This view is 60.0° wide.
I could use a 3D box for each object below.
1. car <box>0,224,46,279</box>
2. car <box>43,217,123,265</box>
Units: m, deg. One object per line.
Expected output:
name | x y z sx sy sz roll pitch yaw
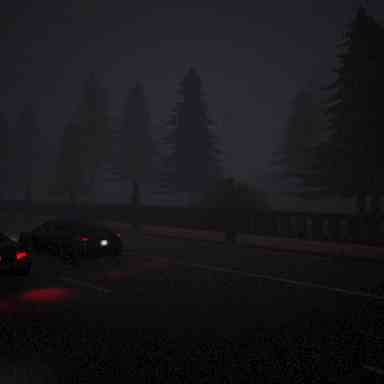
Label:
car | -6.340 1.526 8.890 5.357 1.411 2.033 0 0 38
car | -4.373 1.570 11.790 4.181 1.385 1.994 1 0 38
